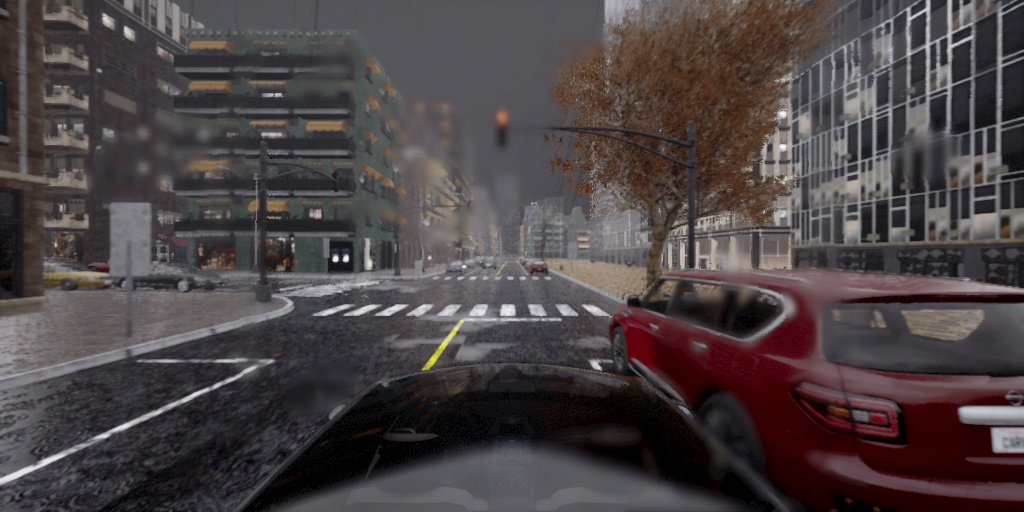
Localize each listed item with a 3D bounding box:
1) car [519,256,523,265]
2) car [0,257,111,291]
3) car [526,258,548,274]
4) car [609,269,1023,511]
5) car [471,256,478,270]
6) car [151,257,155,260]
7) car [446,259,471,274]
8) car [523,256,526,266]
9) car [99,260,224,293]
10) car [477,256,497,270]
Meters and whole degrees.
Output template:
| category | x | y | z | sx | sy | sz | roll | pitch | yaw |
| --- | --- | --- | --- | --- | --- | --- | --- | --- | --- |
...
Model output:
| category | x | y | z | sx | sy | sz | roll | pitch | yaw |
| --- | --- | --- | --- | --- | --- | --- | --- | --- | --- |
| car | 2.717 | 1.039 | 64.353 | 1.802 | 1.307 | 4.207 | 0 | 0 | 0 |
| car | -21.826 | 0.908 | 17.229 | 4.829 | 1.417 | 1.751 | 0 | 0 | -1 |
| car | 2.705 | 1.119 | 36.690 | 1.888 | 1.381 | 4.507 | 0 | 0 | 0 |
| car | 2.692 | 1.051 | 4.303 | 2.192 | 1.841 | 5.009 | 0 | 0 | 0 |
| car | -5.671 | 1.076 | 47.760 | 2.007 | 1.370 | 4.403 | 0 | 0 | 0 |
| car | -27.612 | 0.710 | 25.553 | 4.097 | 1.591 | 1.967 | 0 | 0 | -1 |
| car | -5.675 | 1.125 | 36.694 | 2.007 | 1.370 | 4.403 | 0 | 0 | 0 |
| car | 2.710 | 1.051 | 47.926 | 1.751 | 1.417 | 4.829 | 0 | 0 | 0 |
| car | -16.429 | 1.009 | 17.282 | 4.403 | 1.370 | 2.007 | 0 | 0 | -1 |
| car | -2.982 | 1.019 | 47.634 | 2.128 | 1.511 | 4.902 | 0 | 0 | 0 |
